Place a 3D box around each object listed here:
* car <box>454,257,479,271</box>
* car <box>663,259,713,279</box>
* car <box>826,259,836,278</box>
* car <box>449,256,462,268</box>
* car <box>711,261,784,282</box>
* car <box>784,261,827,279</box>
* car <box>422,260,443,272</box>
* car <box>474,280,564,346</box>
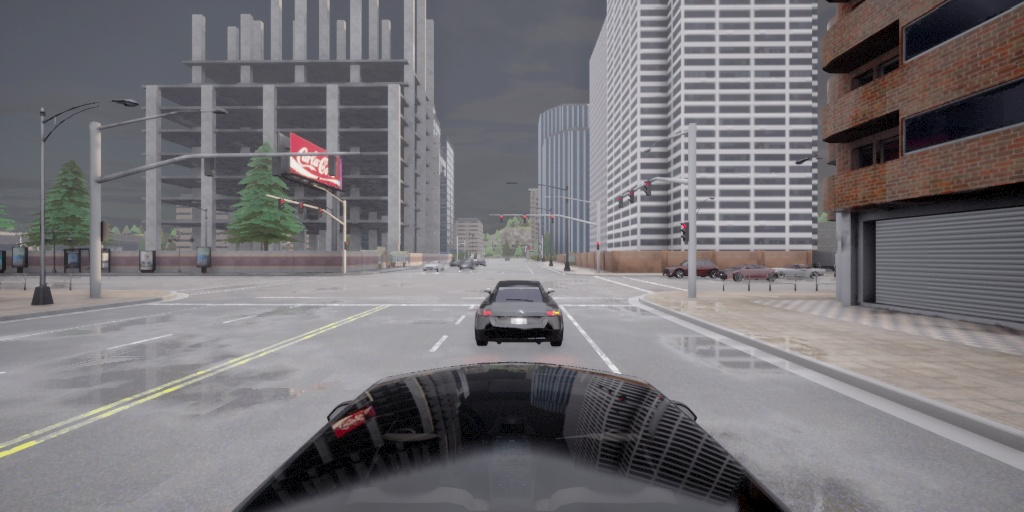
[{"bbox_3d":[-6.276,1.242,50.194,2.128,1.511,4.902,0,0,1],"label":"car"},{"bbox_3d":[16.063,1.102,32.310,4.553,1.767,2.097,0,0,1],"label":"car"},{"bbox_3d":[28.675,1.228,28.640,5.008,1.535,1.882,0,0,1],"label":"car"},{"bbox_3d":[-9.545,1.256,61.702,1.837,1.490,4.892,0,0,1],"label":"car"},{"bbox_3d":[18.789,1.314,28.776,4.181,1.385,1.994,0,0,1],"label":"car"},{"bbox_3d":[25.056,1.351,32.195,4.718,1.301,1.895,0,0,1],"label":"car"},{"bbox_3d":[-9.867,1.276,45.132,1.812,1.442,4.674,0,0,1],"label":"car"},{"bbox_3d":[0.187,1.314,9.399,1.994,1.385,4.181,0,0,1],"label":"car"}]
